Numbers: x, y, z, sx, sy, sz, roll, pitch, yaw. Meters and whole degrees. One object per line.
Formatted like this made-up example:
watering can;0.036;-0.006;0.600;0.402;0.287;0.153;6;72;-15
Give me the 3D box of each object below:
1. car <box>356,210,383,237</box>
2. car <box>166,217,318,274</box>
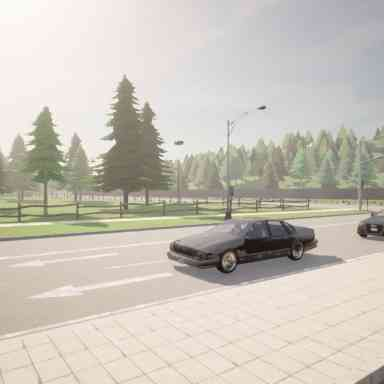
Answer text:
car;10.102;1.564;16.619;4.181;1.385;1.994;0;0;-35
car;1.861;1.547;10.826;5.357;1.411;2.033;0;0;-35
